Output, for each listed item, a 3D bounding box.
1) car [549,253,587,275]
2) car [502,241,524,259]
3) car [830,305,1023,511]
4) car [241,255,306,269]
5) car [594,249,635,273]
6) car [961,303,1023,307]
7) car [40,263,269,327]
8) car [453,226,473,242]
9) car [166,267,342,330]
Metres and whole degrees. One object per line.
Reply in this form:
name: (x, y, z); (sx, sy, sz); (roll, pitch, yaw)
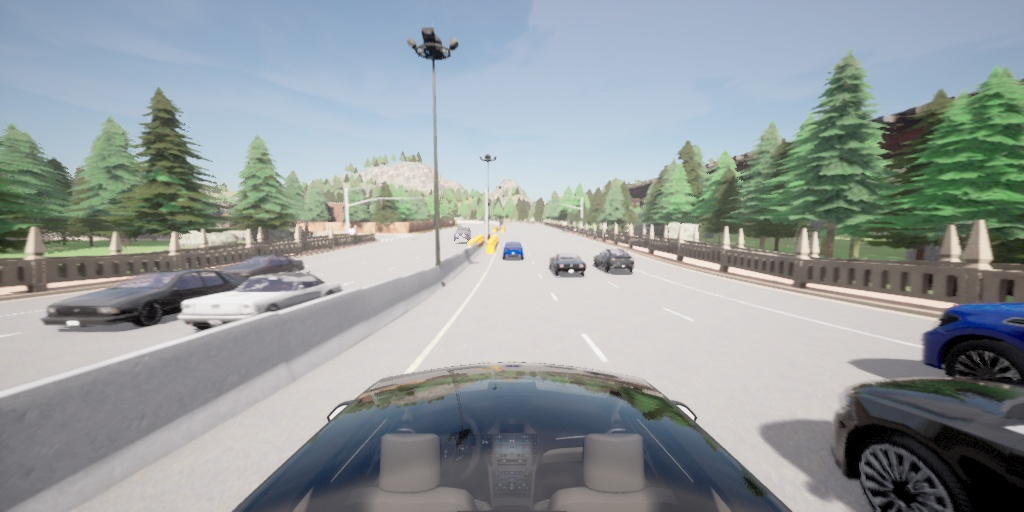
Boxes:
car: (3.606, 0.458, 23.997); (1.895, 1.301, 4.718); (0, 5, 0)
car: (0.118, -0.682, 34.056); (1.882, 1.535, 5.008); (0, 6, 0)
car: (3.601, 1.238, 1.008); (2.128, 1.511, 4.902); (0, 0, 0)
car: (-14.094, 0.668, 20.544); (2.033, 1.411, 5.357); (0, 4, 0)
car: (7.107, 0.235, 25.303); (2.128, 1.511, 4.902); (0, 5, 0)
car: (7.101, 0.970, 2.829); (2.150, 2.045, 5.566); (0, 0, 0)
car: (-10.597, 1.147, 11.299); (2.033, 1.411, 5.357); (0, 2, 0)
car: (-6.898, -3.203, 50.971); (2.150, 2.045, 5.566); (0, 6, 0)
car: (-7.096, 1.218, 10.781); (1.895, 1.301, 4.718); (0, 2, 0)
